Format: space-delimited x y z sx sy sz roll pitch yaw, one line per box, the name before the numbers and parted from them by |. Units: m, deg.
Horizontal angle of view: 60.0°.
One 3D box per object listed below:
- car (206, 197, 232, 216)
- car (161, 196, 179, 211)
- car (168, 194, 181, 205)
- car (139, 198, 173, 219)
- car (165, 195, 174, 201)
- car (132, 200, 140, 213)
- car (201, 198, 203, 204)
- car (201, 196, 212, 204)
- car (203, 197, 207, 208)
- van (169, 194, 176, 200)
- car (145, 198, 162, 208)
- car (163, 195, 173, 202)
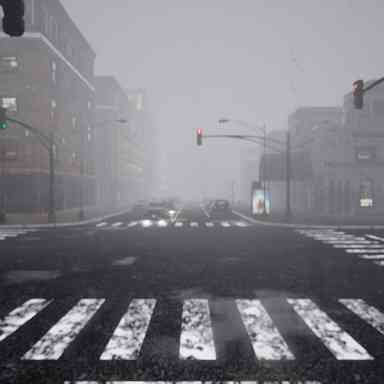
car | 2.718 1.445 31.963 1.967 1.590 4.097 0 0 0
car | -3.051 1.576 41.773 1.994 1.385 4.181 0 0 0
car | -2.979 1.537 60.530 1.837 1.490 4.892 0 0 1
car | -3.070 1.551 29.401 2.033 1.411 5.357 0 0 0
car | -5.607 1.590 83.059 1.752 1.417 4.829 -1 0 0
car | -5.655 1.560 37.656 2.008 1.369 4.403 0 0 0
car | 2.737 1.570 49.054 2.008 1.369 4.403 0 0 0
car | 2.756 1.589 66.143 2.008 1.369 4.403 -1 0 0
car | 2.731 1.596 43.356 1.802 1.307 4.206 0 0 0
van | -5.596 1.427 94.623 1.690 1.788 3.998 -1 0 0
car | -5.643 1.570 49.050 2.008 1.369 4.403 0 0 0
car | -5.614 1.495 77.532 1.967 1.590 4.097 0 0 0
